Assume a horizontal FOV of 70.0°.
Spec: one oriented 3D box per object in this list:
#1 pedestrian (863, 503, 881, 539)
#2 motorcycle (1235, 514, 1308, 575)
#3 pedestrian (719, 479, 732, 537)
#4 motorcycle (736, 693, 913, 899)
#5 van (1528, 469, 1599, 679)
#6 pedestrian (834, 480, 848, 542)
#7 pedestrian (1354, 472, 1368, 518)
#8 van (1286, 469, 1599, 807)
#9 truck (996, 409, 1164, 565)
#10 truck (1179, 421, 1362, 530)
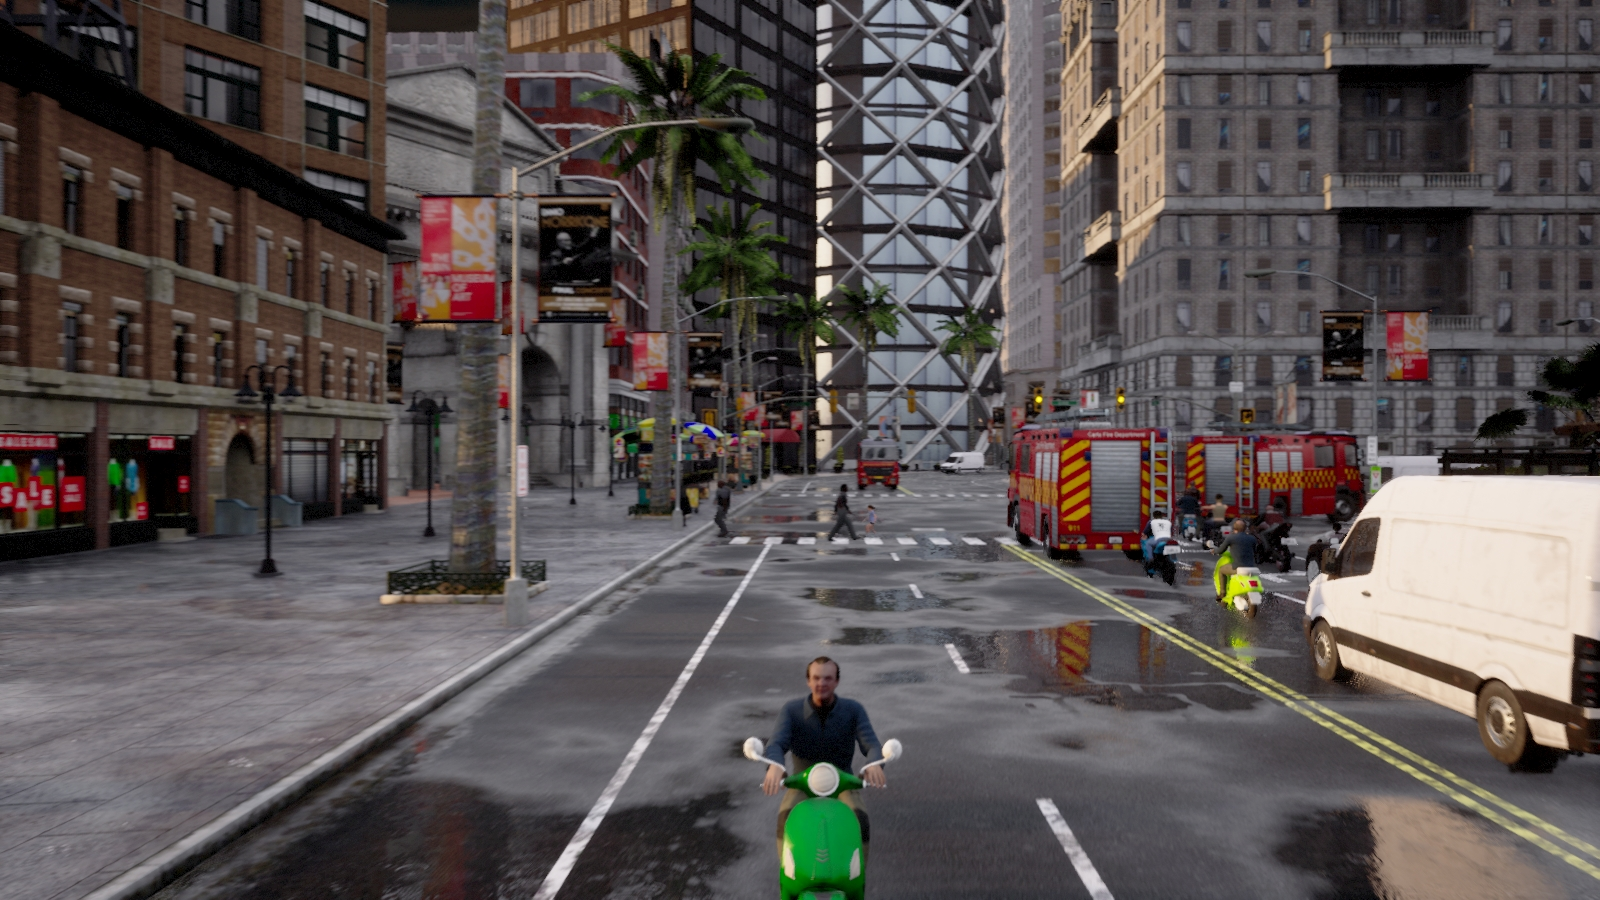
[{"bbox_3d":[2.280,2.231,36.153,0.500,1.100,0.500,0,0,-8],"label":"pedestrian"},{"bbox_3d":[11.171,2.213,27.133,0.867,1.251,2.209,0,0,1],"label":"motorcycle"},{"bbox_3d":[-2.377,1.848,36.470,0.375,1.860,0.375,0,0,1],"label":"pedestrian"},{"bbox_3d":[0.138,2.182,6.448,0.856,1.236,1.805,0,0,1],"label":"motorcycle"},{"bbox_3d":[10.802,1.542,12.511,1.988,2.561,5.915,0,0,1],"label":"van"},{"bbox_3d":[1.243,1.850,34.550,0.375,1.860,0.375,0,0,-8],"label":"pedestrian"},{"bbox_3d":[23.215,1.865,47.283,0.375,1.860,0.375,0,0,-30],"label":"pedestrian"},{"bbox_3d":[7.287,1.540,11.982,1.988,2.561,5.915,0,0,1],"label":"van"},{"bbox_3d":[7.579,0.897,32.166,2.891,3.827,8.468,0,0,2],"label":"truck"},{"bbox_3d":[18.261,0.904,44.030,8.468,3.827,2.891,0,0,-40],"label":"truck"}]
